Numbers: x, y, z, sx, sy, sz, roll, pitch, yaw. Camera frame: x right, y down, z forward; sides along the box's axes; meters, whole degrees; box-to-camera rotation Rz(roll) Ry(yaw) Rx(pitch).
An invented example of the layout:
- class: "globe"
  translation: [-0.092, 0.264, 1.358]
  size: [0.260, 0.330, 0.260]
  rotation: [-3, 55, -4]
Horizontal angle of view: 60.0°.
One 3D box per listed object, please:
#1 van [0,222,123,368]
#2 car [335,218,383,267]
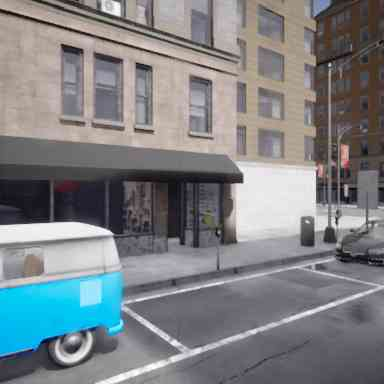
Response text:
- class: "van"
  translation: [-2.870, 1.341, 4.143]
  size: [3.998, 1.788, 1.690]
  rotation: [0, 0, -35]
- class: "car"
  translation: [6.356, 1.547, 10.709]
  size: [4.403, 1.369, 2.008]
  rotation: [0, 0, -35]
